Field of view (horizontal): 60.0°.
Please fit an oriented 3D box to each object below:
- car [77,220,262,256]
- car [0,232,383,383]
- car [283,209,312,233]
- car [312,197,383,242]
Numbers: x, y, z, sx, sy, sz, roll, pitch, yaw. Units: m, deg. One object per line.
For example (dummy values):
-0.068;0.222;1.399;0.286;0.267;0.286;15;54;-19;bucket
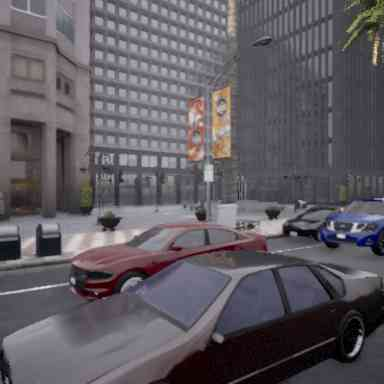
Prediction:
-0.315;1.484;8.029;5.008;1.535;1.882;0;0;-36;car
0.526;1.552;4.343;5.357;1.411;2.033;0;0;-35;car
6.646;1.535;16.826;4.786;1.482;2.161;0;0;-36;car
7.625;1.242;13.605;5.566;2.045;2.150;0;0;-35;car
